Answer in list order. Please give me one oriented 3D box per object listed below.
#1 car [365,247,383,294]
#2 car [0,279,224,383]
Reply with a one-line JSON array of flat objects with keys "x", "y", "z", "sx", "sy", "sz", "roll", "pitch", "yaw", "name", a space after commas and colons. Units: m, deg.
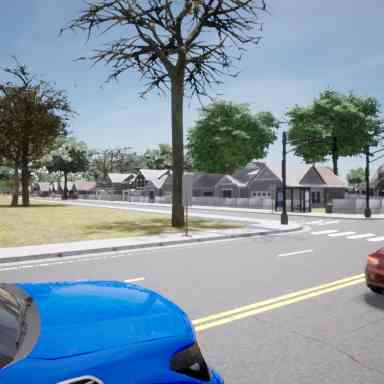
[{"x": 5.677, "y": 1.525, "z": 7.464, "sx": 4.674, "sy": 1.442, "sz": 1.812, "roll": 0, "pitch": 0, "yaw": -36, "name": "car"}, {"x": -2.399, "y": 1.222, "z": 1.730, "sx": 5.566, "sy": 2.045, "sz": 2.150, "roll": 0, "pitch": 0, "yaw": -36, "name": "car"}]
